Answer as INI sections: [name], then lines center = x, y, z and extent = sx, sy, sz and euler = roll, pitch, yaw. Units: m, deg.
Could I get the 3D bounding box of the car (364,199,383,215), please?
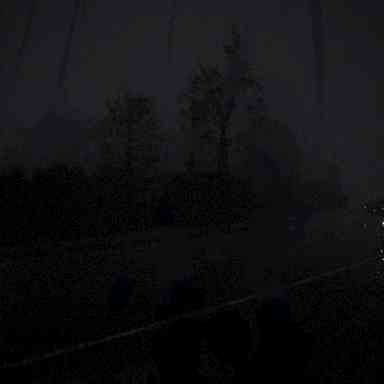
[car]
center = 18.000, 1.452, 32.235
extent = 1.837, 1.490, 4.892
euler = 0, 0, 36
